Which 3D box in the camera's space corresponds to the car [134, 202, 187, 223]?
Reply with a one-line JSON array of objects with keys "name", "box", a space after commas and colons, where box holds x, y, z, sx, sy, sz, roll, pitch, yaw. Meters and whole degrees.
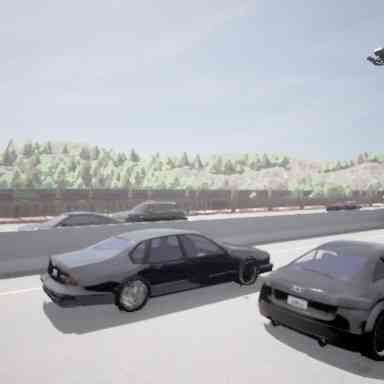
[{"name": "car", "box": [-2.538, 1.378, 19.376, 4.553, 1.767, 2.097, 0, 0, -35]}]

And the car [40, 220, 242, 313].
[{"name": "car", "box": [-0.516, 1.559, 7.678, 5.357, 1.411, 2.033, 0, 0, -36]}]

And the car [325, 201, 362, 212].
[{"name": "car", "box": [17.272, 1.703, 37.824, 4.718, 1.301, 1.895, 0, 0, -36]}]

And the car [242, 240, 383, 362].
[{"name": "car", "box": [3.164, 1.581, 6.004, 4.181, 1.385, 1.994, 0, 0, -36]}]

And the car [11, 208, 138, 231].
[{"name": "car", "box": [-4.827, 1.537, 13.460, 4.674, 1.442, 1.812, 0, 0, -35]}]
